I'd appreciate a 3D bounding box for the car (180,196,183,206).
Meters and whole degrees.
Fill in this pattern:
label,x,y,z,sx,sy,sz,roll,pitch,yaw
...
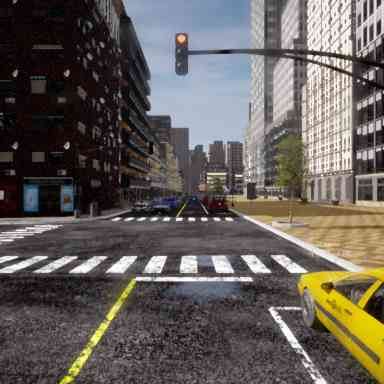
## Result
label,x,y,z,sx,sy,sz,roll,pitch,yaw
car,-2.826,1.537,53.740,1.837,1.490,4.892,0,0,1

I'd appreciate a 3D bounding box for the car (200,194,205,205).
label,x,y,z,sx,sy,sz,roll,pitch,yaw
car,2.949,1.354,58.488,2.192,1.841,5.009,0,0,0

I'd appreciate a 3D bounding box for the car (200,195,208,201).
label,x,y,z,sx,sy,sz,roll,pitch,yaw
car,3.076,1.614,86.292,1.752,1.417,4.829,0,0,0

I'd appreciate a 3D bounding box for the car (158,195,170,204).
label,x,y,z,sx,sy,sz,roll,pitch,yaw
car,-5.405,1.488,64.053,1.967,1.590,4.097,0,0,0

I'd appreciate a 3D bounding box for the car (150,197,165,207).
label,x,y,z,sx,sy,sz,roll,pitch,yaw
car,-5.455,1.581,53.000,2.008,1.369,4.403,0,0,0

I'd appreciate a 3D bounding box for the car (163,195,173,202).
label,x,y,z,sx,sy,sz,roll,pitch,yaw
car,-5.355,1.507,75.107,1.967,1.590,4.097,0,0,0

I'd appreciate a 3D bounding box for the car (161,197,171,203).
label,x,y,z,sx,sy,sz,roll,pitch,yaw
car,-5.380,1.639,69.580,1.802,1.307,4.206,0,0,0

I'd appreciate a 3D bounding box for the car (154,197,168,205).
label,x,y,z,sx,sy,sz,roll,pitch,yaw
car,-5.430,1.584,58.526,1.887,1.381,4.507,0,0,0

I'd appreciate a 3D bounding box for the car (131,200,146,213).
label,x,y,z,sx,sy,sz,roll,pitch,yaw
car,-5.529,1.563,36.420,2.008,1.369,4.403,0,0,0

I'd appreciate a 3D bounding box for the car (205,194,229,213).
label,x,y,z,sx,sy,sz,roll,pitch,yaw
car,2.849,1.327,36.383,2.192,1.841,5.009,0,0,0

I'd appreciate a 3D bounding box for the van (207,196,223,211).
label,x,y,z,sx,sy,sz,roll,pitch,yaw
van,2.874,1.358,41.909,1.690,1.788,3.998,0,0,0

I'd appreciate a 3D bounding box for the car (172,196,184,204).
label,x,y,z,sx,sy,sz,roll,pitch,yaw
car,-2.712,1.540,63.988,2.128,1.511,4.902,0,0,0

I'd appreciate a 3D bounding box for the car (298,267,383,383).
label,x,y,z,sx,sy,sz,roll,pitch,yaw
car,2.705,1.525,4.140,1.752,1.417,4.829,0,0,0

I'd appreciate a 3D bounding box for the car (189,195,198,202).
label,x,y,z,sx,sy,sz,roll,pitch,yaw
car,0.350,1.569,76.587,1.837,1.490,4.892,0,0,0

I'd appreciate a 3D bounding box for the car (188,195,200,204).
label,x,y,z,sx,sy,sz,roll,pitch,yaw
car,0.392,1.402,64.525,2.097,1.767,4.553,0,0,0

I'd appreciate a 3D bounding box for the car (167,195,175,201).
label,x,y,z,sx,sy,sz,roll,pitch,yaw
car,-5.305,1.613,85.990,1.752,1.417,4.829,0,0,0

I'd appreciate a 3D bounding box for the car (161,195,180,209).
label,x,y,z,sx,sy,sz,roll,pitch,yaw
car,-2.892,1.496,43.441,1.882,1.535,5.008,0,0,0

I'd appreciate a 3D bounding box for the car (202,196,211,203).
label,x,y,z,sx,sy,sz,roll,pitch,yaw
car,3.000,1.602,69.542,1.887,1.381,4.507,0,0,0

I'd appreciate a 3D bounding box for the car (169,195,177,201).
label,x,y,z,sx,sy,sz,roll,pitch,yaw
car,-5.279,1.644,91.685,1.887,1.381,4.507,0,0,0

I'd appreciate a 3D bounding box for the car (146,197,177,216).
label,x,y,z,sx,sy,sz,roll,pitch,yaw
car,-2.950,1.557,32.908,2.033,1.411,5.357,0,0,0

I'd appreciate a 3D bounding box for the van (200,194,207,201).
label,x,y,z,sx,sy,sz,roll,pitch,yaw
van,3.099,1.441,91.648,1.690,1.788,3.998,0,0,0
